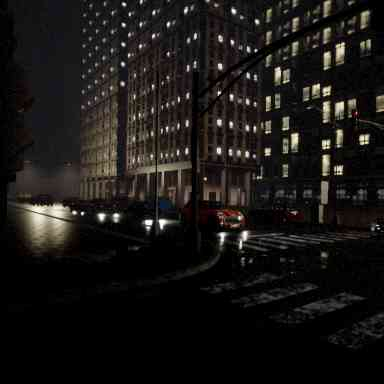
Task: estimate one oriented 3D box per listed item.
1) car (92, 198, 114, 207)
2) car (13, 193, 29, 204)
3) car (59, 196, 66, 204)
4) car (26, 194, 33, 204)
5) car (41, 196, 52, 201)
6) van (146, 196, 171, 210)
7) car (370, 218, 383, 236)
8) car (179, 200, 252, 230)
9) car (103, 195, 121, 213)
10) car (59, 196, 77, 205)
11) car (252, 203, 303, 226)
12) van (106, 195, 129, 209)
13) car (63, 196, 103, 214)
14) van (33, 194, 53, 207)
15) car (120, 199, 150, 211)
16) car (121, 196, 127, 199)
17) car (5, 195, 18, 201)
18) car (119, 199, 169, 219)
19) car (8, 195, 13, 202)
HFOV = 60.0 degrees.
[{"bbox_3d":[-13.838,1.587,51.597,1.947,1.339,4.313,1,-1,-35],"label":"car"},{"bbox_3d":[-30.480,1.155,60.559,2.192,1.841,5.009,1,-1,-35],"label":"car"},{"bbox_3d":[-15.916,1.404,44.608,2.128,1.511,4.902,1,-1,-35],"label":"car"},{"bbox_3d":[-23.940,1.432,51.348,1.802,1.307,4.206,1,-1,-35],"label":"car"},{"bbox_3d":[-36.744,1.571,83.827,1.802,1.307,4.206,1,-1,-35],"label":"car"},{"bbox_3d":[-4.017,1.382,37.787,1.690,1.788,3.998,1,-1,-35],"label":"van"},{"bbox_3d":[11.097,1.500,15.586,4.902,1.511,2.128,0,0,8],"label":"car"},{"bbox_3d":[1.144,1.303,20.531,2.097,1.767,4.553,1,-1,-35],"label":"car"},{"bbox_3d":[-9.926,1.402,36.113,1.882,1.535,5.008,1,-1,-36],"label":"car"},{"bbox_3d":[-21.907,1.486,58.474,1.812,1.442,4.674,1,-1,-35],"label":"car"},{"bbox_3d":[5.798,1.505,23.974,1.967,1.590,4.097,1,-1,-35],"label":"car"},{"bbox_3d":[-10.562,1.368,46.996,1.690,1.788,3.998,1,-1,-35],"label":"van"},{"bbox_3d":[-10.851,1.427,32.931,2.008,1.369,4.403,1,-1,-35],"label":"car"},{"bbox_3d":[-20.664,1.197,46.746,1.690,1.788,3.998,1,-1,-35],"label":"van"},{"bbox_3d":[-7.293,1.585,42.389,2.008,1.369,4.403,1,-1,-35],"label":"car"},{"bbox_3d":[-9.212,1.334,40.624,2.097,1.767,4.553,1,-1,-35],"label":"car"},{"bbox_3d":[-40.300,1.378,74.369,2.008,1.369,4.403,1,-1,-35],"label":"car"},{"bbox_3d":[-4.060,1.502,27.845,1.994,1.385,4.181,1,-1,-35],"label":"car"},{"bbox_3d":[-37.029,1.397,69.765,1.947,1.339,4.313,1,-1,-35],"label":"car"}]
